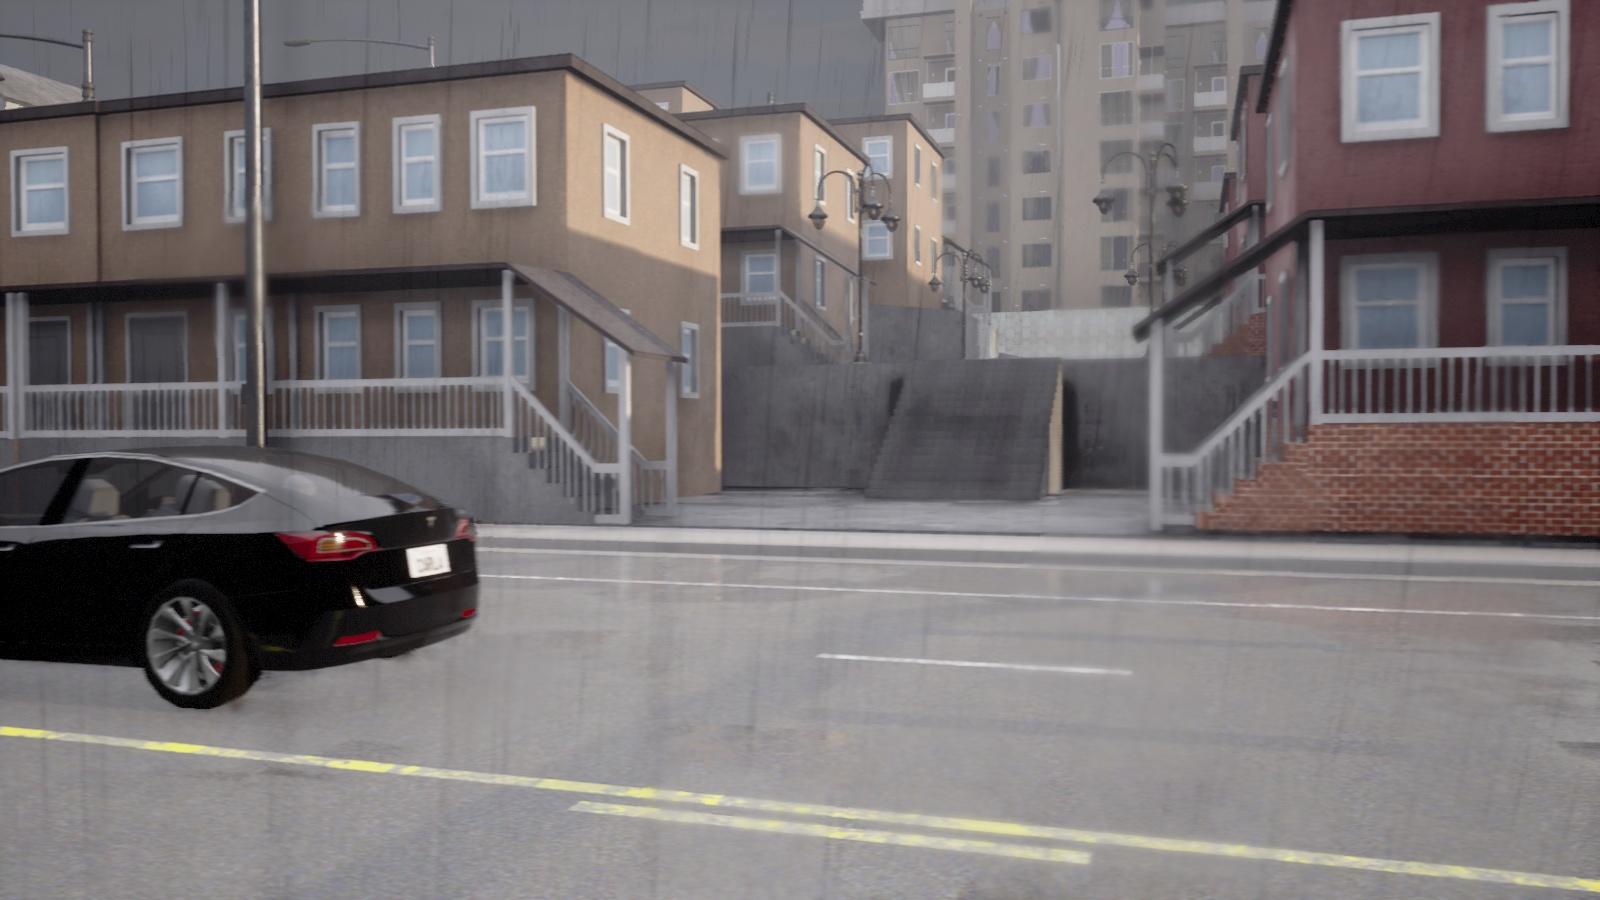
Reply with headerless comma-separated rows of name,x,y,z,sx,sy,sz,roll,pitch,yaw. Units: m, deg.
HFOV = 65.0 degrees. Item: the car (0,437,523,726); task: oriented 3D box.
car,-4.530,0.675,8.402,4.792,1.488,2.163,1,1,19
